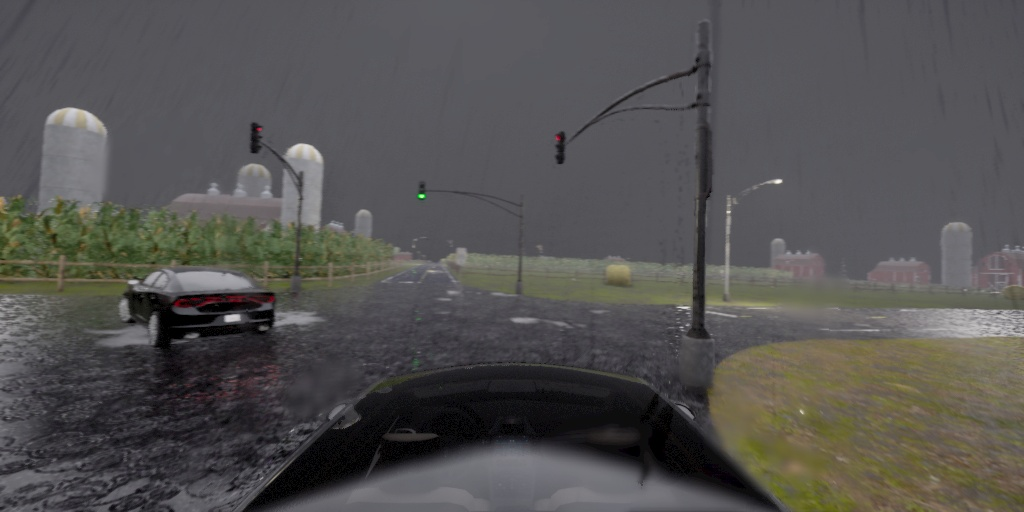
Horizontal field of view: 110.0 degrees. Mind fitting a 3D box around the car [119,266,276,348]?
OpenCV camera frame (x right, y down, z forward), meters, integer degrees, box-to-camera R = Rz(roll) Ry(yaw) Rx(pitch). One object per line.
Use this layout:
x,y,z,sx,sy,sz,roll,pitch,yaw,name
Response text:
-7.472,0.976,8.468,5.008,1.535,1.882,3,-1,35,car
